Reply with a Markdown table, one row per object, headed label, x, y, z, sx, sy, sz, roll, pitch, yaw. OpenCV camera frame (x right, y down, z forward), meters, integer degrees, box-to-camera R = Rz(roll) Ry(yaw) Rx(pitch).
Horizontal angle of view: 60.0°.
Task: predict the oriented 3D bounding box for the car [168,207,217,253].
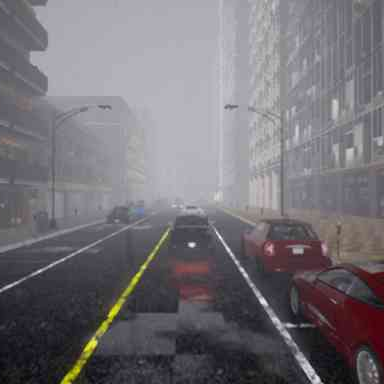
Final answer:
| label | x | y | z | sx | sy | sz | roll | pitch | yaw |
| --- | --- | --- | --- | --- | --- | --- | --- | --- | --- |
| car | 0.007 | 1.643 | 14.310 | 1.837 | 1.490 | 4.892 | 0 | 0 | 0 |

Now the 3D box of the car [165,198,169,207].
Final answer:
| label | x | y | z | sx | sy | sz | roll | pitch | yaw |
| --- | --- | --- | --- | --- | --- | --- | --- | --- | --- |
| car | -5.682 | 2.164 | 61.212 | 1.802 | 1.307 | 4.206 | 0 | -1 | 0 |

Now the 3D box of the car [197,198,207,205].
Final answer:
| label | x | y | z | sx | sy | sz | roll | pitch | yaw |
| --- | --- | --- | --- | --- | --- | --- | --- | --- | --- |
| car | 2.700 | 2.280 | 78.327 | 1.752 | 1.417 | 4.829 | 0 | -1 | 0 |

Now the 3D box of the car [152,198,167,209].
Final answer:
| label | x | y | z | sx | sy | sz | roll | pitch | yaw |
| --- | --- | --- | --- | --- | --- | --- | --- | --- | --- |
| car | -5.683 | 2.108 | 55.564 | 1.802 | 1.307 | 4.206 | 0 | -1 | 0 |

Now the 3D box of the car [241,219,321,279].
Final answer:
| label | x | y | z | sx | sy | sz | roll | pitch | yaw |
| --- | --- | --- | --- | --- | --- | --- | --- | --- | --- |
| car | 2.691 | 1.538 | 10.377 | 1.967 | 1.590 | 4.097 | 0 | -1 | 0 |

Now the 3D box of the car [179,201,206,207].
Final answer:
| label | x | y | z | sx | sy | sz | roll | pitch | yaw |
| --- | --- | --- | --- | --- | --- | --- | --- | --- | --- |
| car | 0.011 | 1.802 | 29.384 | 1.812 | 1.442 | 4.674 | 0 | 0 | 0 |

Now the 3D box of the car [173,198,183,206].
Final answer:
| label | x | y | z | sx | sy | sz | roll | pitch | yaw |
| --- | --- | --- | --- | --- | --- | --- | --- | --- | --- |
| car | -2.991 | 2.039 | 71.802 | 2.097 | 1.767 | 4.553 | 0 | -1 | 0 |

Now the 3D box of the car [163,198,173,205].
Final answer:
| label | x | y | z | sx | sy | sz | roll | pitch | yaw |
| --- | --- | --- | --- | --- | --- | --- | --- | --- | --- |
| car | -5.680 | 2.192 | 78.159 | 1.967 | 1.590 | 4.097 | 0 | -1 | 0 |

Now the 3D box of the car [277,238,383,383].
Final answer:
| label | x | y | z | sx | sy | sz | roll | pitch | yaw |
| --- | --- | --- | --- | --- | --- | --- | --- | --- | --- |
| car | 2.690 | 1.627 | 4.728 | 1.802 | 1.307 | 4.206 | 0 | -1 | 0 |

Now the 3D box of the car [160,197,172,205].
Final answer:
| label | x | y | z | sx | sy | sz | roll | pitch | yaw |
| --- | --- | --- | --- | --- | --- | --- | --- | --- | --- |
| car | -5.682 | 1.954 | 66.863 | 2.192 | 1.841 | 5.009 | 0 | -1 | 0 |

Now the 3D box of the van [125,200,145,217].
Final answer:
| label | x | y | z | sx | sy | sz | roll | pitch | yaw |
| --- | --- | --- | --- | --- | --- | --- | --- | --- | --- |
| van | -5.686 | 1.651 | 32.973 | 1.690 | 1.788 | 3.998 | 0 | -1 | 0 |

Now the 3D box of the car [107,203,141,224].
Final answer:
| label | x | y | z | sx | sy | sz | roll | pitch | yaw |
| --- | --- | --- | --- | --- | --- | --- | --- | --- | --- |
| car | -5.687 | 1.823 | 27.322 | 1.947 | 1.339 | 4.313 | 0 | -1 | 0 |
